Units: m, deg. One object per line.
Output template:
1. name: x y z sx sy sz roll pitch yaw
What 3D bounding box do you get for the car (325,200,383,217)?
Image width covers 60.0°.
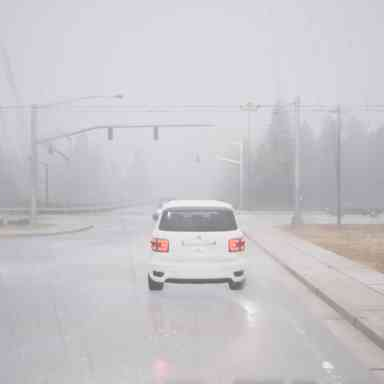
1. car: 14.882 1.517 30.593 4.902 1.511 2.128 0 0 1

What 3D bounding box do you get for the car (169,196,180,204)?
1. car: -3.471 1.561 65.840 1.994 1.385 4.181 0 0 1

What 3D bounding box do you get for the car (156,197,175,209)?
1. car: -3.612 1.490 46.134 2.128 1.511 4.902 0 0 0

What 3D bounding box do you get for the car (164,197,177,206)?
1. car: -3.593 1.562 55.974 1.994 1.385 4.181 0 0 0

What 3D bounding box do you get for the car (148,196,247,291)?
1. car: 0.061 1.217 9.178 2.150 2.045 5.566 0 0 -2
